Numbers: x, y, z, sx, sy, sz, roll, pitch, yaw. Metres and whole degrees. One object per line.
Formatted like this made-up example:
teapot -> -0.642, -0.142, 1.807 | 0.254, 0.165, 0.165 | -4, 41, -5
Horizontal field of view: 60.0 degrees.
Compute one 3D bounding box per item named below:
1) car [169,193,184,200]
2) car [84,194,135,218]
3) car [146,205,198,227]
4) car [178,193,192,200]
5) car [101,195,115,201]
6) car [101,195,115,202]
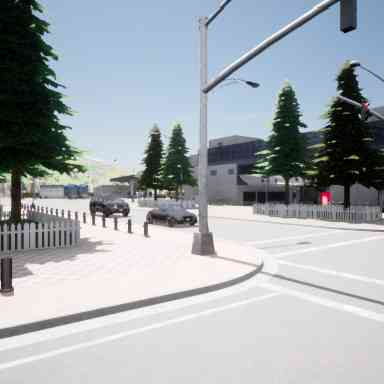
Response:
car -> -3.922, 1.113, 85.982 | 1.932, 1.855, 4.605 | 0, 0, -37
car -> -7.885, 1.237, 31.366 | 2.150, 2.045, 5.566 | 0, 0, -37
car -> -1.450, 1.579, 22.849 | 1.994, 1.385, 4.181 | 0, 0, -37
car -> -1.834, 1.092, 88.044 | 1.905, 1.878, 3.866 | 0, 0, -37
car -> -20.958, 1.399, 82.757 | 1.970, 1.475, 3.806 | 0, 0, -37
car -> -18.931, 1.389, 75.022 | 1.845, 1.501, 3.633 | 0, 0, -37
